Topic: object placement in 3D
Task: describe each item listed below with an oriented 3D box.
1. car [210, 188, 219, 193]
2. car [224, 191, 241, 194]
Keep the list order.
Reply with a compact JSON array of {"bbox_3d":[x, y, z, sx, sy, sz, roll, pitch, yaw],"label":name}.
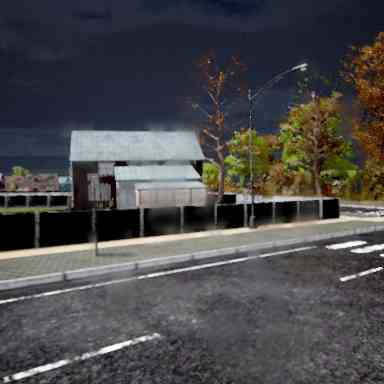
[{"bbox_3d":[5.760,0.099,76.304,2.150,2.045,5.566,-2,1,-15],"label":"car"},{"bbox_3d":[8.476,0.702,66.219,2.033,1.411,5.357,-2,1,-15],"label":"car"}]
